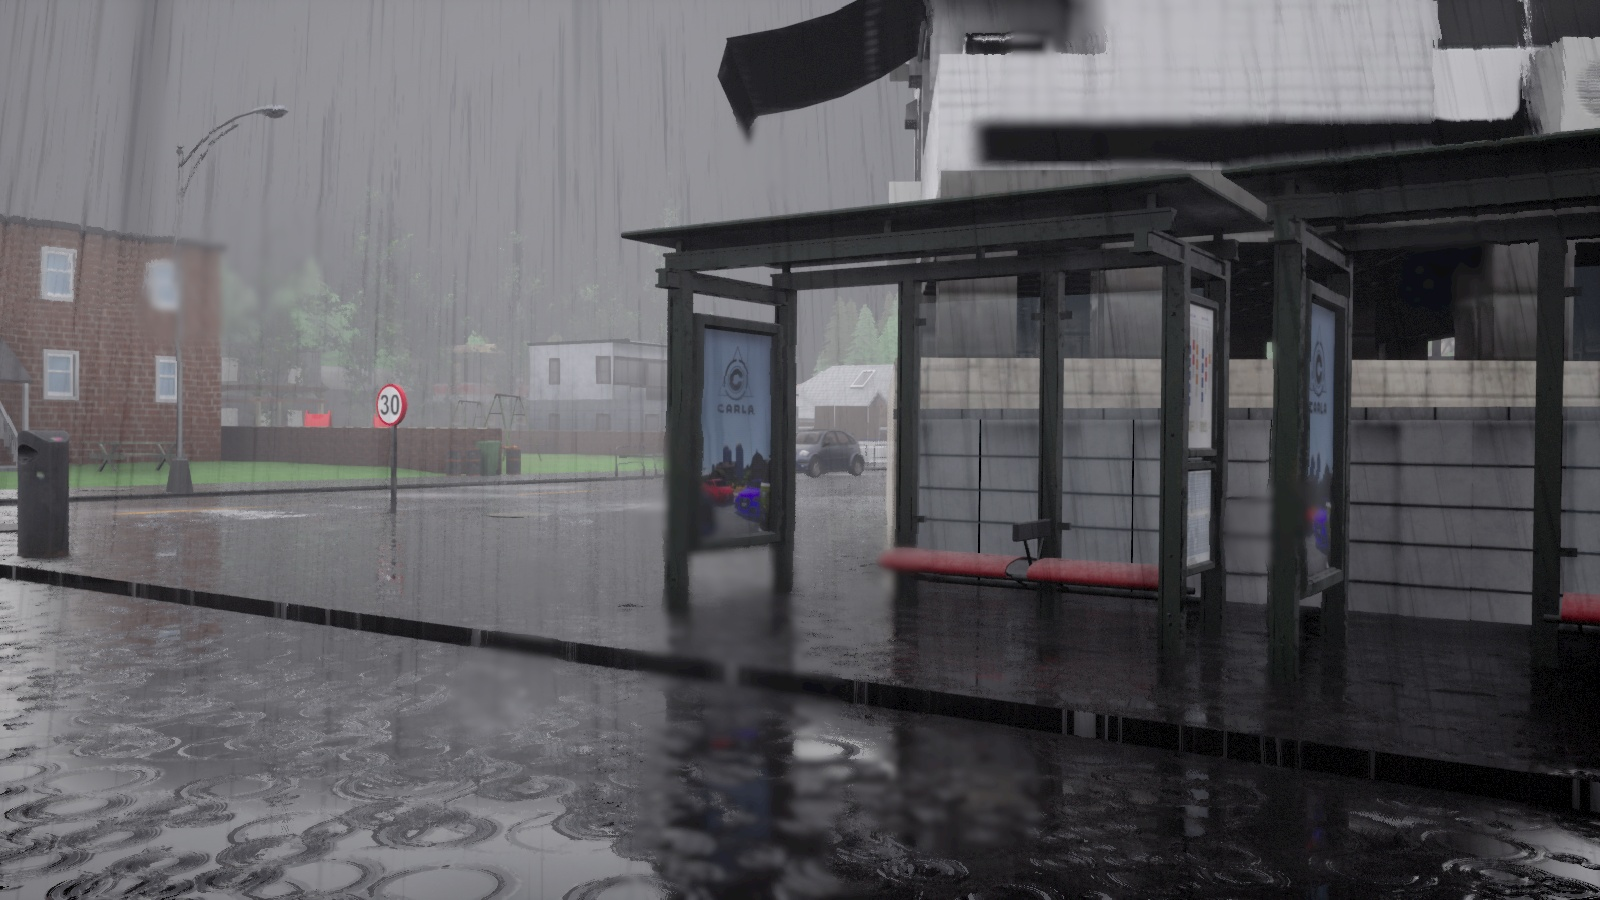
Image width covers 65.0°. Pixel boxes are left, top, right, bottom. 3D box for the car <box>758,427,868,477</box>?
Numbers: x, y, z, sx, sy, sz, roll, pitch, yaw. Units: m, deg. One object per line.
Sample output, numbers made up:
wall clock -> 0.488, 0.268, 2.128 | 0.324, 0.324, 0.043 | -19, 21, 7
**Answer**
car -> 0.500, 0.040, 42.842 | 1.851, 1.617, 3.988 | 0, 1, 34
